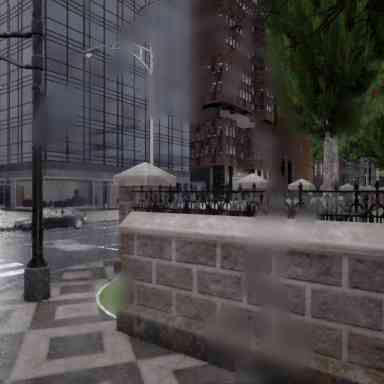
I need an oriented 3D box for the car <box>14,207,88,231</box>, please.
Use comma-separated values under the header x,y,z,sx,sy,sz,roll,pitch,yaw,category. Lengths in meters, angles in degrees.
x,y,z,sx,sy,sz,roll,pitch,yaw,category
-8.431,1.631,20.209,2.008,1.369,4.403,0,-1,36,car
